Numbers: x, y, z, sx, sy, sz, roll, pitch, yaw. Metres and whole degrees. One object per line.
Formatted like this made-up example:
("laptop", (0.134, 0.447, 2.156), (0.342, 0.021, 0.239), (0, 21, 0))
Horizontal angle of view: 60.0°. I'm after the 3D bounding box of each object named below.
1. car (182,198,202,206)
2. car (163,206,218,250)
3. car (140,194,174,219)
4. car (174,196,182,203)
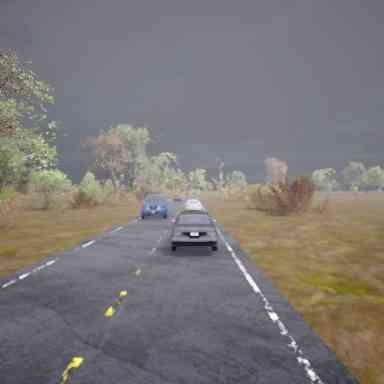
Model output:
("car", (0.143, 1.513, 36.103), (1.812, 1.442, 4.674), (0, 0, 0))
("car", (0.091, 1.543, 14.317), (2.033, 1.411, 5.357), (0, 0, 0))
("car", (-3.069, 1.222, 29.031), (2.150, 2.045, 5.566), (0, 0, 0))
("car", (-2.867, 1.554, 69.482), (1.895, 1.301, 4.718), (0, 0, 0))
